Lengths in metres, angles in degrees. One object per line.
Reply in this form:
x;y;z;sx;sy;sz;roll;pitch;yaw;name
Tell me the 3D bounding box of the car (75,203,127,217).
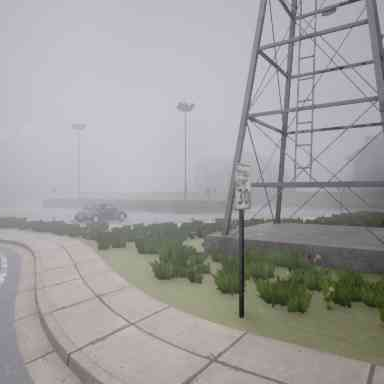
-6.759;1.521;25.007;1.784;1.438;3.905;0;0;34;car
